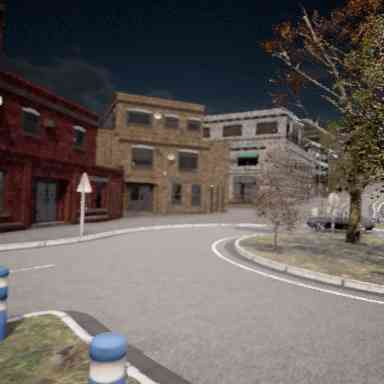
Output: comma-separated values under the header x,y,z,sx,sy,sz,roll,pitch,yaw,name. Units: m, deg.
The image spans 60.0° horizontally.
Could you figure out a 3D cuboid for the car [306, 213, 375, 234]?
x,y,z,sx,sy,sz,roll,pitch,yaw,name
11.429,2.352,25.827,4.902,1.511,2.128,2,-2,17,car
